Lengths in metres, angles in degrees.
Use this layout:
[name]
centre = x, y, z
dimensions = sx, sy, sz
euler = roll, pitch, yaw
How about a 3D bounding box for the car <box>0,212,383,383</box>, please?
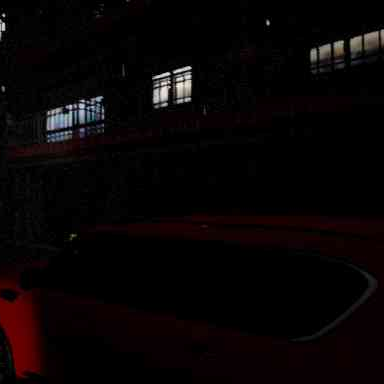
[car]
centre = -0.204, 1.252, 3.531
dimensions = 5.566, 2.045, 2.150
euler = -1, 0, 35
